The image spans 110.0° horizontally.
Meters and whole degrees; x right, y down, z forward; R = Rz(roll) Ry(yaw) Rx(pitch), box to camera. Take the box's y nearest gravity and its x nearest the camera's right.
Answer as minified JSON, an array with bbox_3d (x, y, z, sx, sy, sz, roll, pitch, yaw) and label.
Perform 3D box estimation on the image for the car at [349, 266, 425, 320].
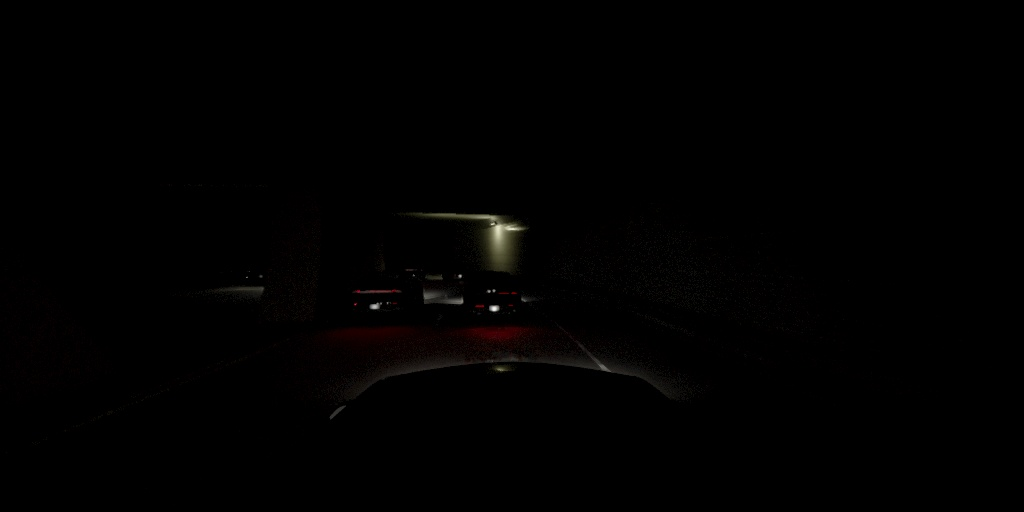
[{"bbox_3d":[-4.350,1.284,12.951,2.128,1.511,4.902,0,0,-7],"label":"car"}]

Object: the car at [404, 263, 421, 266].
[{"bbox_3d":[-8.535,1.337,30.659,2.128,1.511,4.902,0,0,-18],"label":"car"}]

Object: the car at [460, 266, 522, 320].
[{"bbox_3d":[-0.814,1.280,12.839,1.837,1.490,4.892,0,0,-7],"label":"car"}]

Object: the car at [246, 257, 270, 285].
[{"bbox_3d":[-18.952,1.112,28.335,2.150,2.045,5.566,0,0,-20],"label":"car"}]

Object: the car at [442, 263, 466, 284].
[{"bbox_3d":[-4.796,1.333,30.508,1.837,1.490,4.892,0,0,-17],"label":"car"}]
